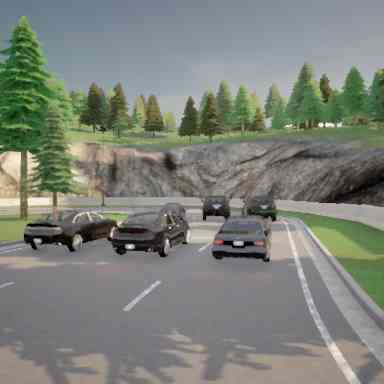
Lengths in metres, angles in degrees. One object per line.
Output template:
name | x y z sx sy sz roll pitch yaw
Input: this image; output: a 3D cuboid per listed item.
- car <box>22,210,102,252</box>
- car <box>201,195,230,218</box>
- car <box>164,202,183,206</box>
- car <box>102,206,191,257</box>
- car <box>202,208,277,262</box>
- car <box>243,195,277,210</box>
car | -4.795 1.495 13.974 2.128 1.511 4.902 0 0 14
car | 1.948 1.258 27.370 2.150 2.045 5.566 0 0 2
car | -1.550 1.563 27.491 2.033 1.411 5.357 0 0 2
car | -1.404 1.516 13.107 1.837 1.490 4.892 0 0 14
car | 1.987 1.563 12.241 2.033 1.411 5.357 0 0 14
car | 5.445 1.258 27.218 2.150 2.045 5.566 0 0 2
